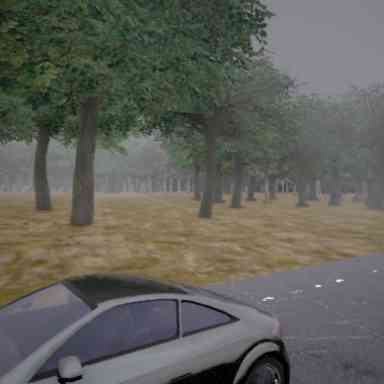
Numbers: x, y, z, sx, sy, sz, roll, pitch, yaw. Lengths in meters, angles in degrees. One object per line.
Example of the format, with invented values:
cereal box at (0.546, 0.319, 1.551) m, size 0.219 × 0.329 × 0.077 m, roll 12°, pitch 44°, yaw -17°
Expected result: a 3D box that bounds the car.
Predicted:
car at (-0.992, 1.574, 3.162) m, size 4.181 × 1.385 × 1.994 m, roll 1°, pitch 0°, yaw -35°
